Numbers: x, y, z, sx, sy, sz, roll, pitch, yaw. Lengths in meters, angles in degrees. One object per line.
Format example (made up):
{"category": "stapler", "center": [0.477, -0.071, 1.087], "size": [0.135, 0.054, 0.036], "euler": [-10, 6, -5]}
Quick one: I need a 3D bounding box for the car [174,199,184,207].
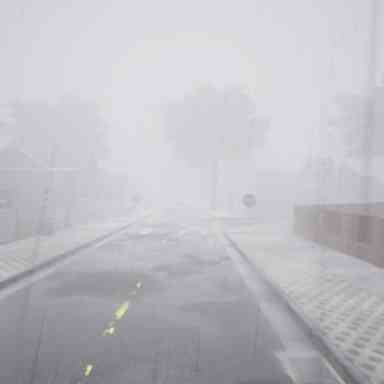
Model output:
{"category": "car", "center": [-2.712, 2.297, 69.486], "size": [1.812, 1.442, 4.674], "euler": [0, -1, 0]}
